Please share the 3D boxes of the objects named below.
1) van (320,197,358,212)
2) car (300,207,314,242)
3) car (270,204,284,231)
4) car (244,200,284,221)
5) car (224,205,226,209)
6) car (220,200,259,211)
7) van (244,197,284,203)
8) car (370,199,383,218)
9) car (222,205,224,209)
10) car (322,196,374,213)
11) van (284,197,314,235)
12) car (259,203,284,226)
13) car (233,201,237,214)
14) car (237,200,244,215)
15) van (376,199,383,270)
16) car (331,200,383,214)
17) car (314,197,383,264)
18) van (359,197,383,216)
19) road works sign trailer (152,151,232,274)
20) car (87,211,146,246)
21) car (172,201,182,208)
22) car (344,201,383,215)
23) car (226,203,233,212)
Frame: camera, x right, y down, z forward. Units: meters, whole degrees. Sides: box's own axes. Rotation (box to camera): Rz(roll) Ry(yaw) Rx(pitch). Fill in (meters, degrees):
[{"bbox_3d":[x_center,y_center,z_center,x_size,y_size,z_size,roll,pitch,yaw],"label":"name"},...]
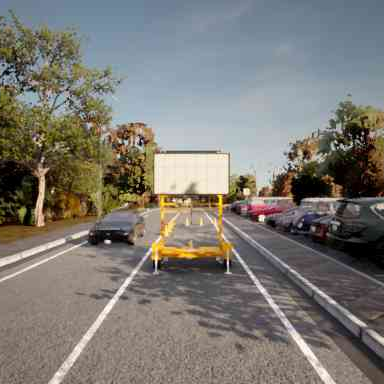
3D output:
[{"bbox_3d":[20.325,1.695,46.200,4.442,1.987,1.878,0,-1,0],"label":"van"},{"bbox_3d":[7.098,1.501,13.013,4.792,1.488,2.163,0,0,0],"label":"car"},{"bbox_3d":[7.081,1.583,18.571,4.674,1.452,2.002,0,-1,0],"label":"car"},{"bbox_3d":[7.099,1.649,26.899,5.008,1.535,2.097,0,-1,0],"label":"car"},{"bbox_3d":[7.130,1.874,43.551,5.008,1.535,2.097,0,-1,0],"label":"car"},{"bbox_3d":[6.948,1.981,49.091,5.366,1.575,1.946,0,-1,0],"label":"car"},{"bbox_3d":[7.215,1.459,29.678,4.442,1.987,1.878,0,-1,0],"label":"van"},{"bbox_3d":[20.151,1.591,32.232,4.553,1.767,2.185,0,-1,0],"label":"car"},{"bbox_3d":[7.134,1.926,46.323,4.892,1.521,2.231,0,-1,0],"label":"car"},{"bbox_3d":[20.230,1.616,43.309,5.566,2.045,2.435,0,-1,0],"label":"car"},{"bbox_3d":[6.957,1.281,15.799,4.442,1.987,1.878,0,-1,0],"label":"van"},{"bbox_3d":[7.053,1.608,21.349,4.792,1.488,2.163,0,-1,0],"label":"car"},{"bbox_3d":[7.138,1.786,35.226,4.792,1.488,2.163,0,-1,0],"label":"car"},{"bbox_3d":[7.106,1.761,32.451,4.674,1.452,2.002,0,-1,0],"label":"car"},{"bbox_3d":[6.942,1.234,7.487,4.442,1.987,1.878,0,0,0],"label":"van"},{"bbox_3d":[20.013,1.823,40.537,5.366,1.575,1.946,0,-1,0],"label":"car"},{"bbox_3d":[7.092,1.199,10.263,5.566,2.045,2.435,0,0,0],"label":"car"},{"bbox_3d":[20.304,1.527,35.002,4.442,1.987,1.878,0,-1,0],"label":"van"},{"bbox_3d":[-0.017,0.492,10.607,2.380,3.560,2.880,0,0,-1],"label":"road works sign trailer"},{"bbox_3d":[-3.343,1.607,15.854,2.033,1.411,5.357,0,0,0],"label":"car"},{"bbox_3d":[-3.175,2.693,70.063,2.128,1.511,4.902,0,-2,0],"label":"car"},{"bbox_3d":[20.186,1.789,37.770,4.892,1.521,2.231,0,-1,0],"label":"car"},{"bbox_3d":[7.085,1.541,38.007,5.566,2.045,2.435,0,-1,0],"label":"car"}]
